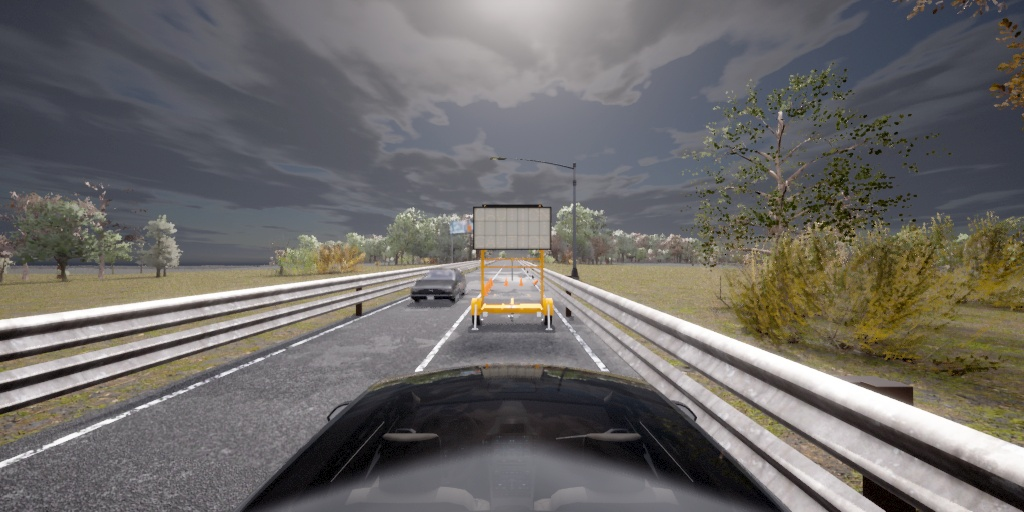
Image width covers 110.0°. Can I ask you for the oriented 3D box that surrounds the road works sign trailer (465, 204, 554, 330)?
[{"bbox_3d":[0.009,0.218,11.101,2.380,3.560,2.880,0,0,0],"label":"road works sign trailer"}]

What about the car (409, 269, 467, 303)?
[{"bbox_3d":[-3.252,1.303,16.998,2.033,1.411,5.357,0,0,0],"label":"car"}]
